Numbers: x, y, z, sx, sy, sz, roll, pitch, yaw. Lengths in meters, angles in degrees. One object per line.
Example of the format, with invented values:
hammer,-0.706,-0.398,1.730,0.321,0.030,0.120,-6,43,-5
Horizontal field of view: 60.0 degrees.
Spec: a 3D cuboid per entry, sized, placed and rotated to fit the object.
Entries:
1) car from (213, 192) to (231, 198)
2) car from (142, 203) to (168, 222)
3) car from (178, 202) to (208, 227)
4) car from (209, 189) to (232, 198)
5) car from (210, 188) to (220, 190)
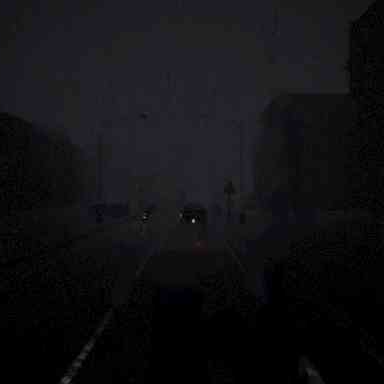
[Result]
car,8.150,0.752,91.397,4.674,1.452,2.002,0,2,-1
car,-3.063,1.710,28.199,1.837,1.490,4.892,0,-1,0
car,0.093,1.655,23.746,1.837,1.490,4.892,0,-1,0
car,7.994,0.808,88.637,5.366,1.575,1.946,0,2,-1
car,8.082,0.491,94.144,4.553,1.767,2.185,0,2,-1
